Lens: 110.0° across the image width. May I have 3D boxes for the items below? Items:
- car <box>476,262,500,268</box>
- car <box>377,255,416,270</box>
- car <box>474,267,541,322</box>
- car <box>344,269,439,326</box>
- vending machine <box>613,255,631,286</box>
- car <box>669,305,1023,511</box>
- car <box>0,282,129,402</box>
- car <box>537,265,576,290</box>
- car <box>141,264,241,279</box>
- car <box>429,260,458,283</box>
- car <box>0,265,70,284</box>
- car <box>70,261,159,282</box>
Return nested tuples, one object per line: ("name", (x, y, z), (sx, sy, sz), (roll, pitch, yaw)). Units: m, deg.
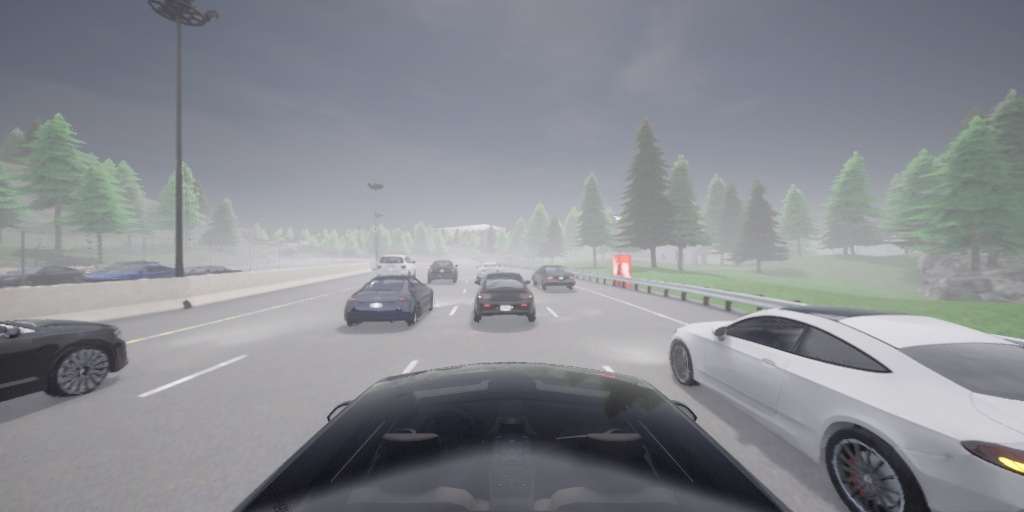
("car", (-1.885, 1.238, 28.871), (1.812, 1.442, 4.674), (0, 0, -7))
("car", (-8.745, 0.948, 27.417), (2.150, 2.045, 5.566), (0, 0, -8))
("car", (-0.298, 1.260, 12.178), (1.812, 1.442, 4.674), (0, 0, -3))
("car", (-3.791, 1.305, 11.732), (1.994, 1.385, 4.181), (0, 0, -3))
("vending machine", (7.287, 0.899, 23.751), (1.100, 2.100, 0.880), (0, 0, -6))
("car", (3.485, 1.266, 3.942), (1.812, 1.442, 4.674), (0, 0, -1))
("car", (-6.999, 1.251, 3.635), (2.128, 1.511, 4.902), (0, 0, 0))
("car", (2.451, 1.262, 22.285), (2.033, 1.411, 5.357), (0, 0, -6))
("car", (-18.748, 1.300, 21.731), (2.033, 1.411, 5.357), (0, 0, -6))
("car", (-5.271, 1.072, 27.713), (2.097, 1.767, 4.553), (0, 0, -7))
("car", (-29.441, 1.296, 22.326), (1.812, 1.442, 4.674), (0, 0, -7))
("car", (-22.264, 1.237, 21.274), (1.882, 1.535, 5.008), (0, 0, -6))
